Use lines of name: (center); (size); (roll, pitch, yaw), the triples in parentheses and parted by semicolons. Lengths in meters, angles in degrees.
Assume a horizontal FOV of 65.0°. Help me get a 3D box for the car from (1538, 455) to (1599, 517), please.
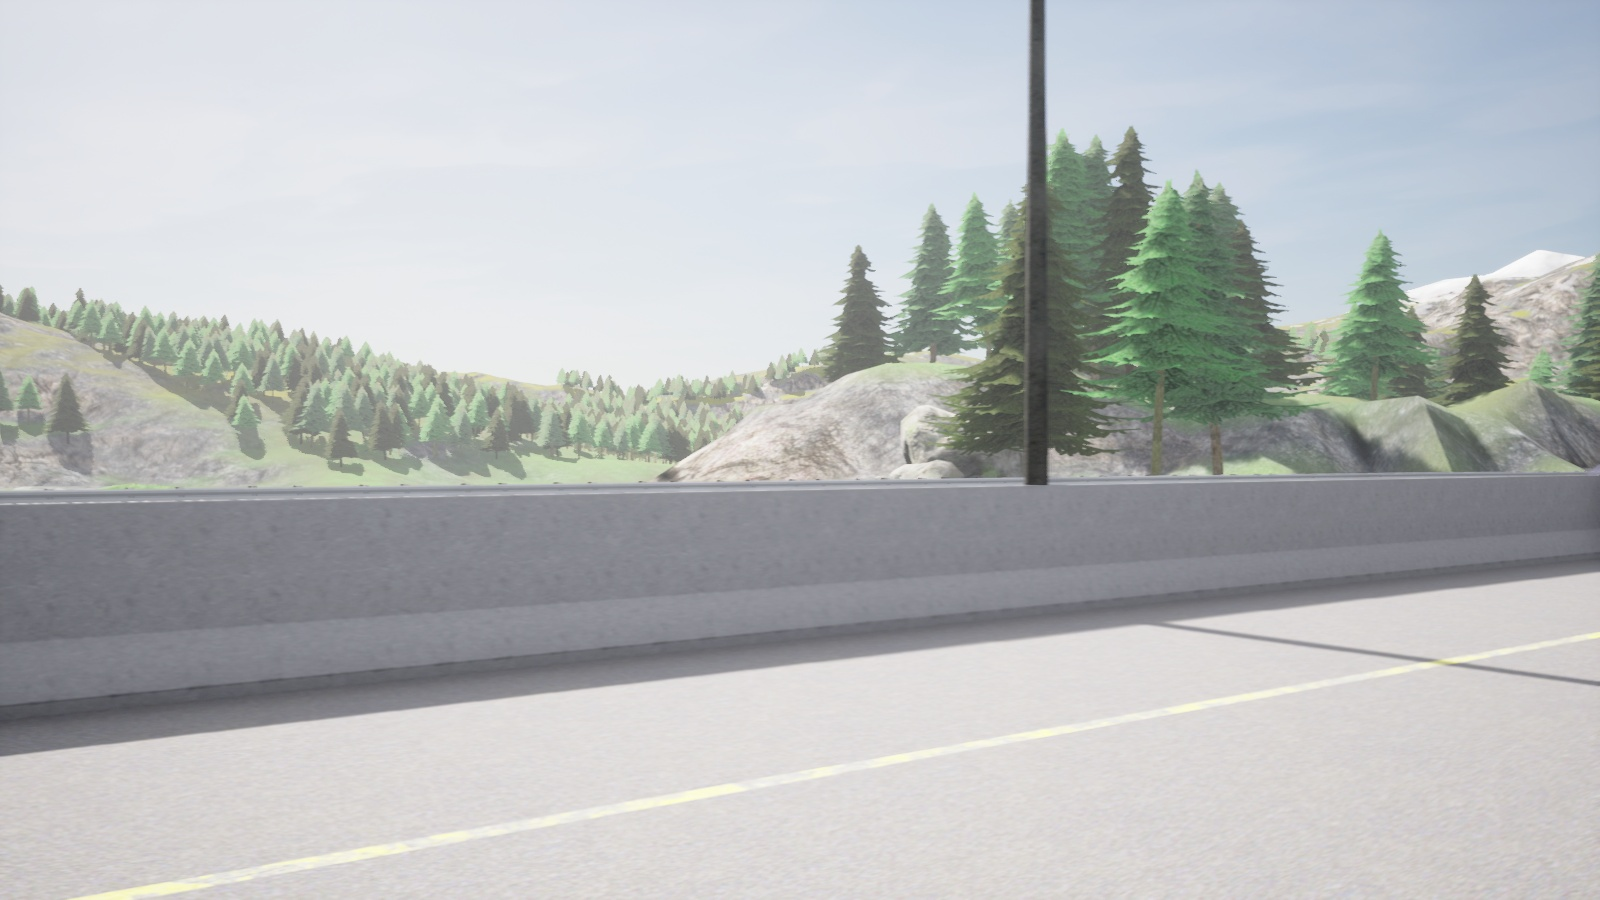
car: (20.339, 0.824, 30.597); (5.357, 1.411, 2.033); (0, 0, -35)
